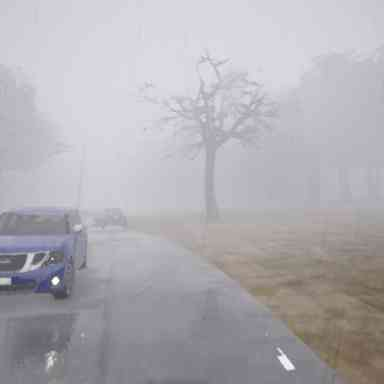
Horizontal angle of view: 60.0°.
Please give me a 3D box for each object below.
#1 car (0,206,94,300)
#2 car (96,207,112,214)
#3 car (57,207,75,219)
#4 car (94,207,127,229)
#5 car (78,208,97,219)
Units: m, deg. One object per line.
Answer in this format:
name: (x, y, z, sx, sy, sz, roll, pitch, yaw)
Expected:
car: (-4.141, 1.416, 9.042, 2.150, 2.045, 5.566, 0, -1, -11)
car: (-17.098, 3.582, 64.595, 1.895, 1.301, 4.718, 0, -1, 0)
car: (-17.661, 2.947, 46.756, 1.837, 1.490, 4.892, 0, -1, -13)
car: (-7.163, 2.173, 29.015, 2.097, 1.767, 4.553, 1, -2, -26)
car: (-14.364, 2.950, 46.049, 2.033, 1.411, 5.357, 0, -2, -12)
